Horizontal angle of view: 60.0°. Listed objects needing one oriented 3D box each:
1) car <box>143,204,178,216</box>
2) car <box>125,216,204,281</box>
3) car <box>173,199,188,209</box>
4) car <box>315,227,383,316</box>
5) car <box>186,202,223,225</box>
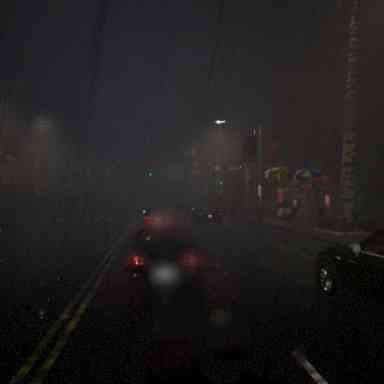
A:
[{"bbox_3d":[-2.214,1.669,21.516,1.994,1.385,4.181,0,0,-7],"label":"car"},{"bbox_3d":[-0.882,1.651,10.053,1.895,1.301,4.718,0,0,-6],"label":"car"},{"bbox_3d":[-1.316,1.704,43.589,2.128,1.511,4.902,0,0,-7],"label":"car"},{"bbox_3d":[4.124,1.379,6.039,2.097,1.767,4.553,0,0,-7],"label":"car"},{"bbox_3d":[0.996,1.686,25.296,1.994,1.385,4.181,0,0,-8],"label":"car"}]
